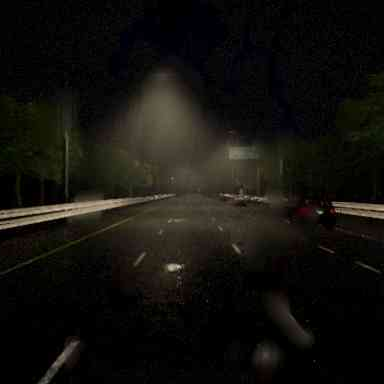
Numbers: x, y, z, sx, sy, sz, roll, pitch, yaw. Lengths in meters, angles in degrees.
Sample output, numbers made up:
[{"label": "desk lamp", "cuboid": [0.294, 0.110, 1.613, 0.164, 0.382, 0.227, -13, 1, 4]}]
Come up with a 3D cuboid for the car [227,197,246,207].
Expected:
[{"label": "car", "cuboid": [7.138, 1.533, 51.184, 2.033, 1.411, 5.357, 0, 0, 0]}]

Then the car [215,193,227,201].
[{"label": "car", "cuboid": [7.300, 1.492, 78.325, 2.033, 1.411, 5.357, 0, 0, 0]}]

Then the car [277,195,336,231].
[{"label": "car", "cuboid": [7.022, 1.223, 20.879, 2.150, 2.045, 5.566, 0, 0, 0]}]
